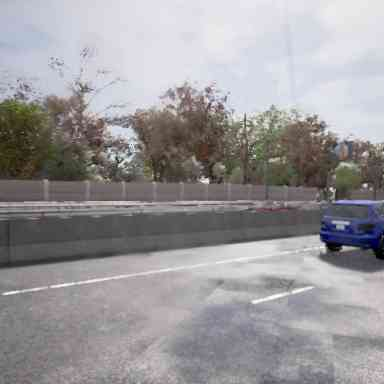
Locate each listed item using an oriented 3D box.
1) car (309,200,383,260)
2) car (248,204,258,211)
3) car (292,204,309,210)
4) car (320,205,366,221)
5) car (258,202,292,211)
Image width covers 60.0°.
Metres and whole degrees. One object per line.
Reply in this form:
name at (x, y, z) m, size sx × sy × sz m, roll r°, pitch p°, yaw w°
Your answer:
car at (7.446, 1.369, 13.359) m, size 5.566 × 2.045 × 2.150 m, roll 1°, pitch 0°, yaw -36°
car at (8.772, 1.894, 40.334) m, size 4.181 × 1.385 × 1.994 m, roll 1°, pitch 0°, yaw -35°
car at (12.986, 1.838, 34.744) m, size 4.892 × 1.490 × 1.837 m, roll 1°, pitch -1°, yaw -35°
car at (14.294, 1.924, 31.382) m, size 4.718 × 1.301 × 1.895 m, roll 1°, pitch 0°, yaw -35°
car at (9.943, 1.920, 36.876) m, size 4.718 × 1.301 × 1.895 m, roll 1°, pitch 0°, yaw -35°
